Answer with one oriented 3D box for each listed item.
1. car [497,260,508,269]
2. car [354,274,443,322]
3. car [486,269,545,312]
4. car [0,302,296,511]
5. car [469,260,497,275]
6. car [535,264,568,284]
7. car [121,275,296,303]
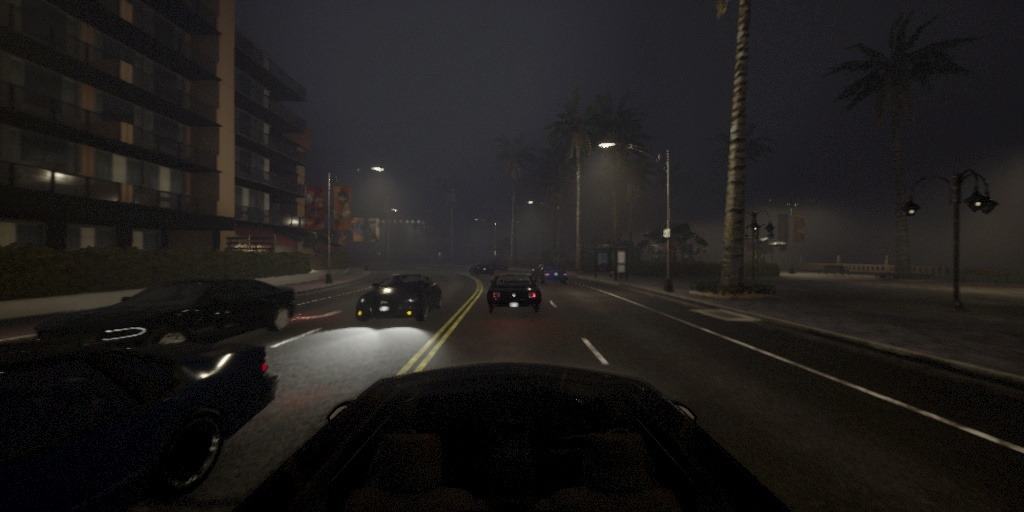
[{"bbox_3d":[-2.095,1.230,45.456,1.882,1.535,5.008,0,0,-21],"label":"car"},{"bbox_3d":[-3.648,1.315,12.217,1.994,1.385,4.181,0,0,0],"label":"car"},{"bbox_3d":[0.052,1.352,14.293,1.895,1.301,4.718,0,0,-1],"label":"car"},{"bbox_3d":[-3.591,1.298,1.727,2.033,1.411,5.357,0,0,0],"label":"car"},{"bbox_3d":[-3.345,1.316,38.474,1.994,1.385,4.181,0,0,-16],"label":"car"},{"bbox_3d":[2.699,1.299,26.962,2.033,1.411,5.357,0,0,-7],"label":"car"},{"bbox_3d":[-7.068,1.228,8.103,1.882,1.535,5.008,0,0,0],"label":"car"}]
